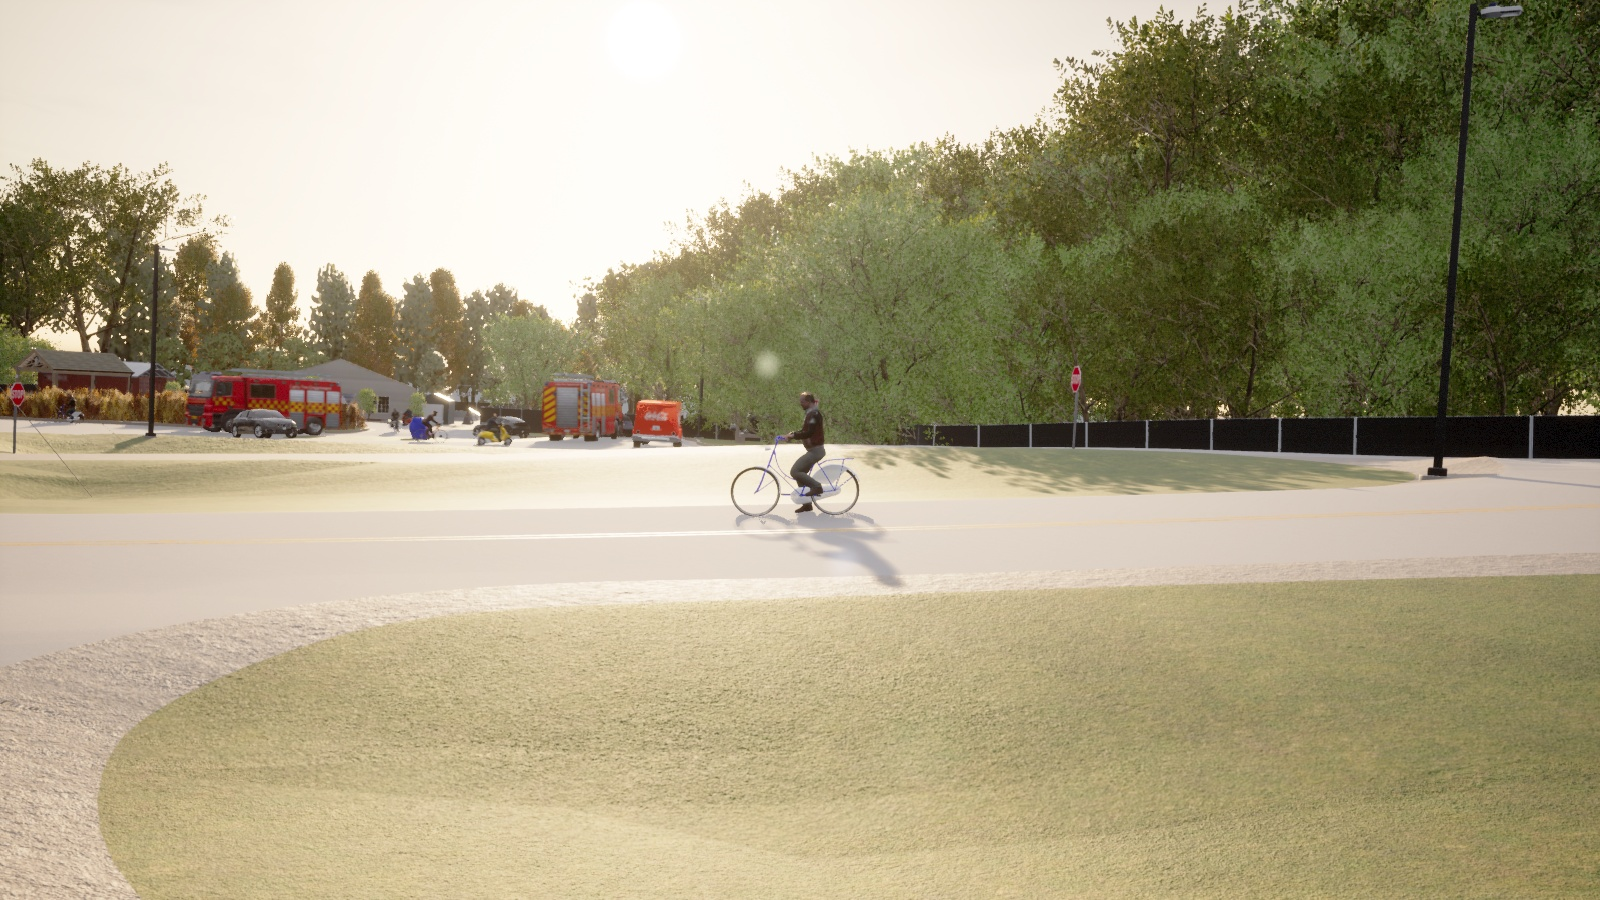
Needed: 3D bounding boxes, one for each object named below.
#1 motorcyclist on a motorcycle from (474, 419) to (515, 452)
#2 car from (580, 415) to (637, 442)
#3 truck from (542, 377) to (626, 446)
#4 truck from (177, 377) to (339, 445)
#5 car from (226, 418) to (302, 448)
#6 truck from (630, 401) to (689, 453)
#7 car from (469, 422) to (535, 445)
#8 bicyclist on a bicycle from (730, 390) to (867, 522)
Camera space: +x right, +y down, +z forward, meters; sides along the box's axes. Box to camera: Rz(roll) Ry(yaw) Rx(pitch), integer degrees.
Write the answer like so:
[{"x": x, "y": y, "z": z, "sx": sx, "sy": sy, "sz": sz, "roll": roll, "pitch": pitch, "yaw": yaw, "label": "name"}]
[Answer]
[{"x": -15.011, "y": -0.715, "z": 61.724, "sx": 1.817, "sy": 1.590, "sz": 0.866, "roll": 0, "pitch": 3, "yaw": -29, "label": "motorcyclist on a motorcycle"}, {"x": -12.575, "y": -1.389, "z": 82.189, "sx": 1.851, "sy": 1.617, "sz": 3.988, "roll": -1, "pitch": -1, "yaw": -39, "label": "car"}, {"x": -12.598, "y": -2.281, "z": 74.096, "sx": 2.891, "sy": 3.827, "sz": 8.468, "roll": 0, "pitch": 2, "yaw": 4, "label": "truck"}, {"x": -32.321, "y": -2.283, "z": 75.278, "sx": 2.891, "sy": 3.827, "sz": 8.468, "roll": 3, "pitch": 2, "yaw": 40, "label": "truck"}, {"x": -27.784, "y": -0.845, "z": 65.066, "sx": 4.892, "sy": 1.490, "sz": 1.837, "roll": 0, "pitch": 1, "yaw": 44, "label": "car"}, {"x": -7.496, "y": -1.276, "z": 67.425, "sx": 2.627, "sy": 2.467, "sz": 5.204, "roll": 2, "pitch": 3, "yaw": -1, "label": "truck"}, {"x": -19.972, "y": -1.108, "z": 83.949, "sx": 4.892, "sy": 1.490, "sz": 1.837, "roll": 0, "pitch": 1, "yaw": 42, "label": "car"}, {"x": -0.028, "y": 0.070, "z": 17.746, "sx": 1.843, "sy": 1.776, "sz": 0.659, "roll": -2, "pitch": 3, "yaw": -5, "label": "bicyclist on a bicycle"}]
